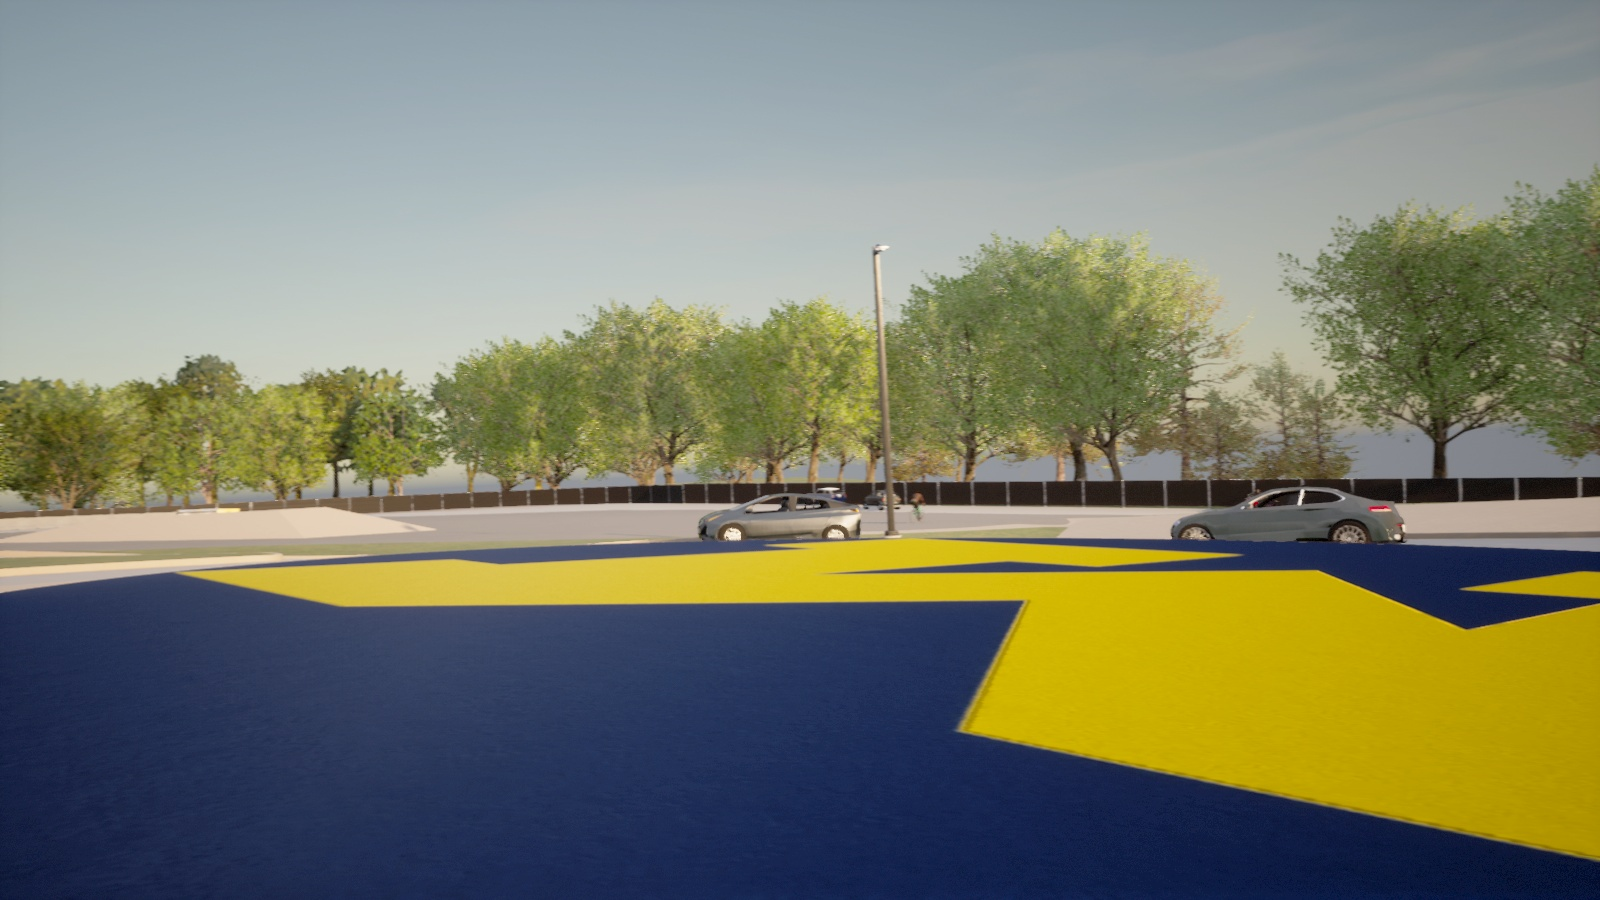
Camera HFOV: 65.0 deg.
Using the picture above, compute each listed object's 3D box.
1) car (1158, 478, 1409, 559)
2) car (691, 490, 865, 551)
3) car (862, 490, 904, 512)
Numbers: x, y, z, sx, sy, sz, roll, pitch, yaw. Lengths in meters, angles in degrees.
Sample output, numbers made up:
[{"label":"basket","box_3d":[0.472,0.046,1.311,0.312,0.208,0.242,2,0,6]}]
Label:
[{"label":"car","box_3d":[11.052,1.635,28.812,5.027,1.651,2.152,-3,-7,31]},{"label":"car","box_3d":[-0.645,1.923,34.631,4.514,1.525,2.007,2,-2,-10]},{"label":"car","box_3d":[6.402,3.937,97.177,1.789,1.549,3.705,-2,0,-23]}]
